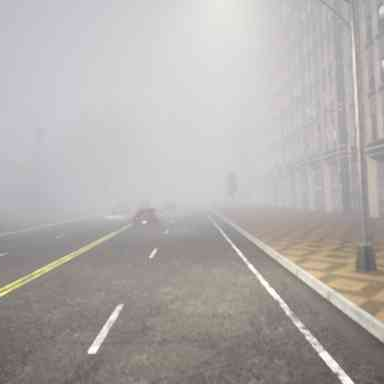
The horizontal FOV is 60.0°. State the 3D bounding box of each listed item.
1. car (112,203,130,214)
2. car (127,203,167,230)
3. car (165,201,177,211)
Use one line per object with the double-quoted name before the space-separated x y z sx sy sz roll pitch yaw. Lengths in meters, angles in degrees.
"car" -9.783 2.279 46.373 2.128 1.511 4.902 -2 -1 0
"car" -3.092 1.803 23.787 1.812 1.442 4.674 -2 0 0
"car" -3.198 2.050 48.653 2.033 1.411 5.357 -2 -1 0
